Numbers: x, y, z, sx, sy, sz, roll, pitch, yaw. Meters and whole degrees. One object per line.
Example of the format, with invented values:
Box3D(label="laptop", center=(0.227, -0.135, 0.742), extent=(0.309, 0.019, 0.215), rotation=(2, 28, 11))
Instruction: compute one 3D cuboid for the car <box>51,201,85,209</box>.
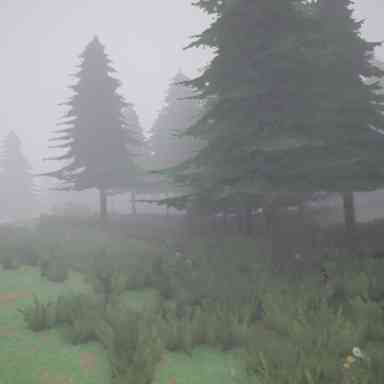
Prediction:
Box3D(label="car", center=(-12.399, 1.681, 34.506), extent=(2.128, 1.511, 4.902), rotation=(-5, -5, 16))
